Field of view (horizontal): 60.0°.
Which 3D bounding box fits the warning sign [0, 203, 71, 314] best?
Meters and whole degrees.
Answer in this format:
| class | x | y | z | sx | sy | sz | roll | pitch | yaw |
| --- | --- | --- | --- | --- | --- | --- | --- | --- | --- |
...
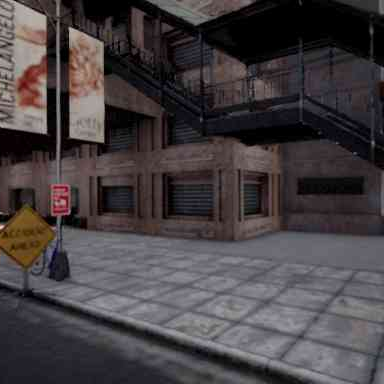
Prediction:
| class | x | y | z | sx | sy | sz | roll | pitch | yaw |
| --- | --- | --- | --- | --- | --- | --- | --- | --- | --- |
| warning sign | -3.292 | 1.174 | 6.585 | 1.060 | 1.860 | 1.300 | -1 | 0 | 35 |
